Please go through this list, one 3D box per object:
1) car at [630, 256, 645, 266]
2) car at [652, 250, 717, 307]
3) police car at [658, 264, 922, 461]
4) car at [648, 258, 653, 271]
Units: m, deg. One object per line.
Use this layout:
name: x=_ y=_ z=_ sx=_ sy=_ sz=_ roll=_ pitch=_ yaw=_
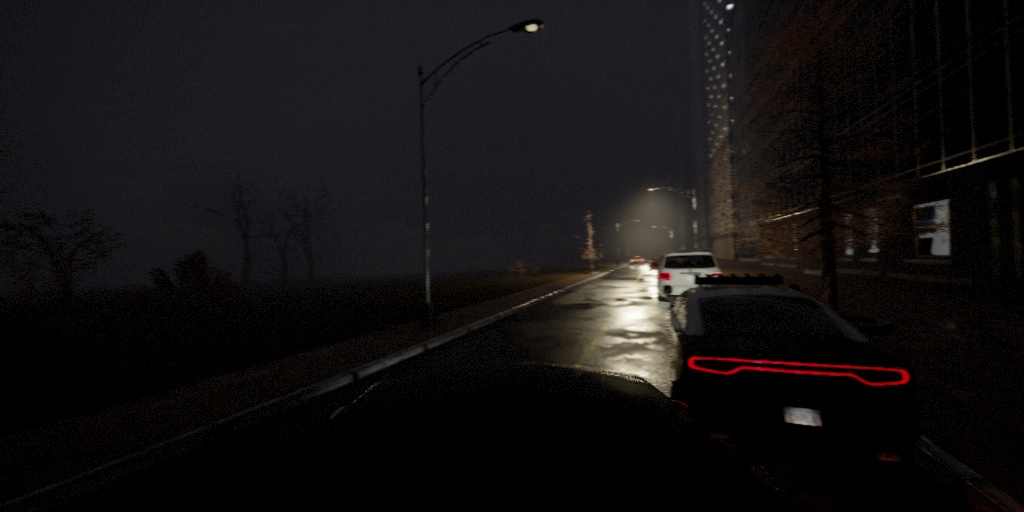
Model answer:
car: x=20.969 y=0.747 z=59.880 sx=2.097 sy=1.767 sz=4.553 roll=-2 pitch=0 yaw=22
car: x=6.997 y=0.812 z=14.532 sx=2.150 sy=2.045 sz=5.566 roll=-2 pitch=0 yaw=22
police car: x=3.314 y=1.081 z=5.321 sx=1.930 sy=1.638 sz=5.238 roll=-2 pitch=0 yaw=22
car: x=16.698 y=0.898 z=41.075 sx=1.882 sy=1.535 sz=5.008 roll=-2 pitch=0 yaw=22
